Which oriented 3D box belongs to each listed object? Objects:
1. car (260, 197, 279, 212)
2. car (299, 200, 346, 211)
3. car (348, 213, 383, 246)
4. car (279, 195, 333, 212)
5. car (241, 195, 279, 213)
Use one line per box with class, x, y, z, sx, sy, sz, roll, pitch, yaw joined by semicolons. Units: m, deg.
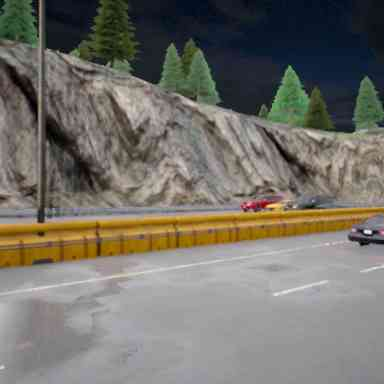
car;10.177;1.561;35.664;5.008;1.535;1.882;0;0;-29
car;11.590;1.638;28.414;4.181;1.385;1.994;0;0;-30
car;8.874;1.592;14.223;5.357;1.411;2.033;0;0;-34
car;11.534;1.302;32.445;5.566;2.045;2.150;0;0;-29
car;8.324;1.308;38.658;5.566;2.045;2.150;1;0;-29
